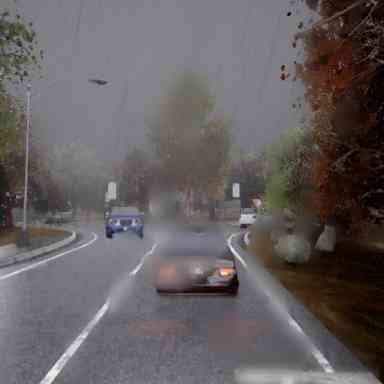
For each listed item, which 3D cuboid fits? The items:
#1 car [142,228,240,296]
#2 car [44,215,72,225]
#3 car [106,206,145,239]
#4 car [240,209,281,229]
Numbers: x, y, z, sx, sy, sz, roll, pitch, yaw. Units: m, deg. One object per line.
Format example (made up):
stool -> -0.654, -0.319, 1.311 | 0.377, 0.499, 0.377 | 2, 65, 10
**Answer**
car -> 0.146, 1.674, 8.988 | 2.033, 1.411, 5.357 | 0, -2, 1
car -> -19.451, 4.058, 48.557 | 2.033, 1.411, 5.357 | 0, -4, 3
car -> -4.390, 1.904, 21.767 | 2.150, 2.045, 5.566 | 1, -4, -13
car -> 7.256, 2.814, 35.148 | 2.150, 2.045, 5.566 | -4, -6, 42
